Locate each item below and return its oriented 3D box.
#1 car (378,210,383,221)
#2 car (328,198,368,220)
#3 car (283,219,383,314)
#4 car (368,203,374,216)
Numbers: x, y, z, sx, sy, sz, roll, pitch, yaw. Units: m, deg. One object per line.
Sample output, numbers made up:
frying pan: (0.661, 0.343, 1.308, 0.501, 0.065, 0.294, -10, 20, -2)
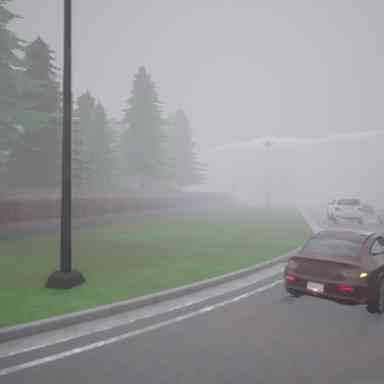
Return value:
car: (15.478, 1.797, 25.051, 1.812, 1.442, 4.674, 0, 0, 17)
car: (12.723, 1.501, 27.817, 2.150, 2.045, 5.566, 0, -1, 17)
car: (3.781, 1.608, 7.869, 1.812, 1.442, 4.674, 0, 0, 41)
car: (19.456, 1.899, 38.157, 1.837, 1.490, 4.892, 0, 0, 17)
